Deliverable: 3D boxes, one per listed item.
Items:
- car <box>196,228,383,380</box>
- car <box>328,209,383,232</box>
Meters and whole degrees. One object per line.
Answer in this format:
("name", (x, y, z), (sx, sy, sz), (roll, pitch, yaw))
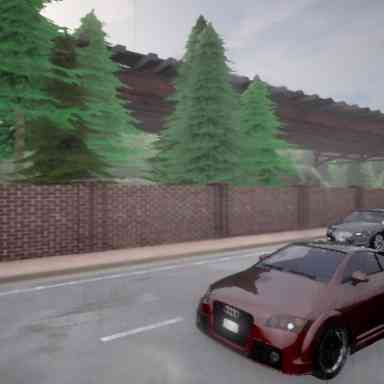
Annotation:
("car", (2.129, 1.559, 5.505), (4.181, 1.385, 1.994), (0, 0, -35))
("car", (7.451, 1.476, 13.580), (4.902, 1.511, 2.128), (0, 0, -35))
